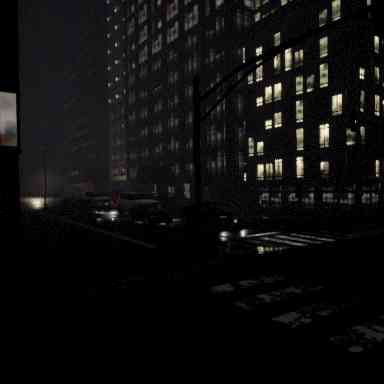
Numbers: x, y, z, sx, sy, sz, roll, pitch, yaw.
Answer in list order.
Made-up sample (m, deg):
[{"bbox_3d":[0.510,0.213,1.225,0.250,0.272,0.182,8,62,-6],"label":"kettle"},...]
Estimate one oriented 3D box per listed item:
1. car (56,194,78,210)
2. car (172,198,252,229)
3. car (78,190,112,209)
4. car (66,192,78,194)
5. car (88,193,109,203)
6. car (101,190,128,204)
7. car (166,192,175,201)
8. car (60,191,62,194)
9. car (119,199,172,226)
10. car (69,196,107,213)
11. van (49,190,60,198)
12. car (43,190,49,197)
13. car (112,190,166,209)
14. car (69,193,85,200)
[{"bbox_3d":[-13.739,1.289,38.047,2.008,1.369,4.403,-1,1,-35],"label":"car"},{"bbox_3d":[1.099,1.382,21.057,2.128,1.511,4.902,-1,1,-35],"label":"car"},{"bbox_3d":[-10.930,0.927,38.535,2.150,2.045,5.566,-1,1,-35],"label":"car"},{"bbox_3d":[-19.329,1.082,56.180,1.895,1.301,4.718,-1,1,-35],"label":"car"},{"bbox_3d":[-15.950,0.919,56.806,1.882,1.535,5.008,-1,1,-35],"label":"car"},{"bbox_3d":[-12.026,0.733,51.043,2.150,2.045,5.566,-1,1,-35],"label":"car"},{"bbox_3d":[-3.661,0.963,38.185,2.192,1.841,5.009,-1,1,-35],"label":"car"},{"bbox_3d":[-26.062,0.733,70.706,1.967,1.590,4.097,-1,1,-35],"label":"car"},{"bbox_3d":[-2.910,1.455,22.378,2.008,1.369,4.403,-1,1,-35],"label":"car"},{"bbox_3d":[-10.537,1.354,33.401,1.947,1.339,4.313,-1,1,-35],"label":"car"},{"bbox_3d":[-32.463,0.530,79.996,1.690,1.788,3.998,-1,1,-35],"label":"van"},{"bbox_3d":[-35.663,0.688,84.644,2.008,1.369,4.403,-1,1,-35],"label":"car"},{"bbox_3d":[-4.861,1.021,29.704,2.150,2.045,5.566,-1,1,-35],"label":"car"},{"bbox_3d":[-22.862,0.889,66.062,1.887,1.381,4.507,-1,1,-35],"label":"car"}]
